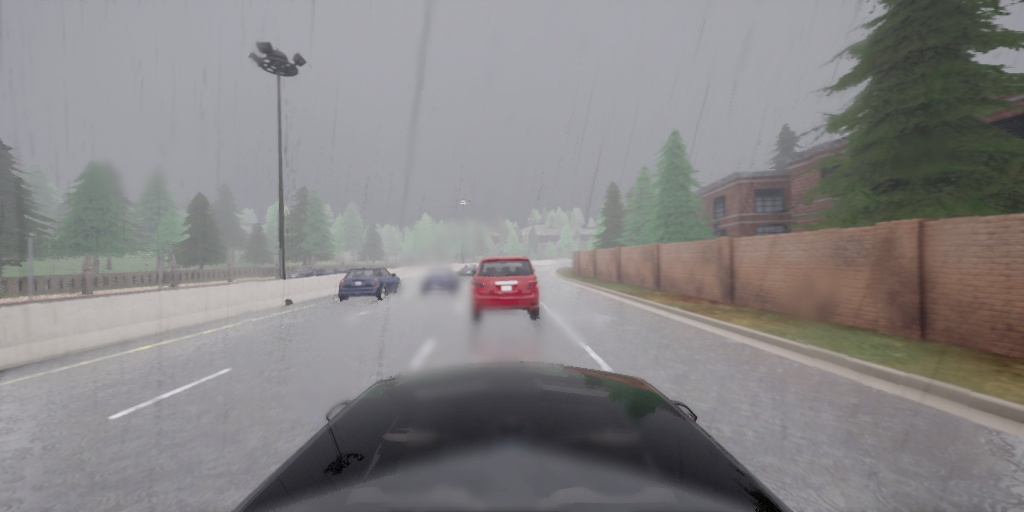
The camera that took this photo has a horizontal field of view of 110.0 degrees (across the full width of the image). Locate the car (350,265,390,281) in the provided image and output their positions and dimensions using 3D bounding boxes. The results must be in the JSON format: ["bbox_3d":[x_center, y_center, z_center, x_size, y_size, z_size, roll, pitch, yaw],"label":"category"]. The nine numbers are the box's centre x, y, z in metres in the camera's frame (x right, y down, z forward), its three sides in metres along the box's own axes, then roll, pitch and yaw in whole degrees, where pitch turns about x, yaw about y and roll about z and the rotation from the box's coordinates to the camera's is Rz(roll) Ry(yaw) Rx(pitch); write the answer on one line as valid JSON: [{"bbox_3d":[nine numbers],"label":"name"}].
[{"bbox_3d":[-14.995,1.774,38.219,2.128,1.511,4.902,-1,0,3],"label":"car"}]

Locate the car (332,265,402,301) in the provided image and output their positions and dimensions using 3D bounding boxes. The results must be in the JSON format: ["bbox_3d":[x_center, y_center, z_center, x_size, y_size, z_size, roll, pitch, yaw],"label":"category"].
[{"bbox_3d":[-7.536,1.366,19.492,2.097,1.767,4.553,-1,0,-2],"label":"car"}]

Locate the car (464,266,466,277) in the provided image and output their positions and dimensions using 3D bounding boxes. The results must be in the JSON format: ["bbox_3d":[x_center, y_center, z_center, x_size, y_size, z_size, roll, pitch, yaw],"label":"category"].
[{"bbox_3d":[-4.264,1.609,38.139,1.994,1.385,4.181,-1,0,2],"label":"car"}]

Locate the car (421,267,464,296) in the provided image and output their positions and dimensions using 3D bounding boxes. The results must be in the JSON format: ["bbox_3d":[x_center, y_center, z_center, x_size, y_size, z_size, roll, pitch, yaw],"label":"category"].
[{"bbox_3d":[-4.116,1.474,21.193,1.812,1.442,4.674,-1,0,-3],"label":"car"}]

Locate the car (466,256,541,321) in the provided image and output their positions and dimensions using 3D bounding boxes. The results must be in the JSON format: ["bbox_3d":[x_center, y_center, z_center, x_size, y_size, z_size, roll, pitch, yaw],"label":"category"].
[{"bbox_3d":[-0.266,1.039,13.025,2.150,2.045,5.566,-1,0,-2],"label":"car"}]

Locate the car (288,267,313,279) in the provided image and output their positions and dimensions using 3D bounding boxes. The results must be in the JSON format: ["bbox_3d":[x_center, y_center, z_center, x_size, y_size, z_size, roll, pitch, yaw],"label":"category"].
[{"bbox_3d":[-21.974,1.931,38.773,2.128,1.511,4.902,-1,0,3],"label":"car"}]

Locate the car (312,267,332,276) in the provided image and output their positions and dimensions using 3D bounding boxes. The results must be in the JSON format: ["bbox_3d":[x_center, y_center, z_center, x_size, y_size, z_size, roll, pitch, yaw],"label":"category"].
[{"bbox_3d":[-18.508,1.959,37.924,1.895,1.301,4.718,-1,0,3],"label":"car"}]
